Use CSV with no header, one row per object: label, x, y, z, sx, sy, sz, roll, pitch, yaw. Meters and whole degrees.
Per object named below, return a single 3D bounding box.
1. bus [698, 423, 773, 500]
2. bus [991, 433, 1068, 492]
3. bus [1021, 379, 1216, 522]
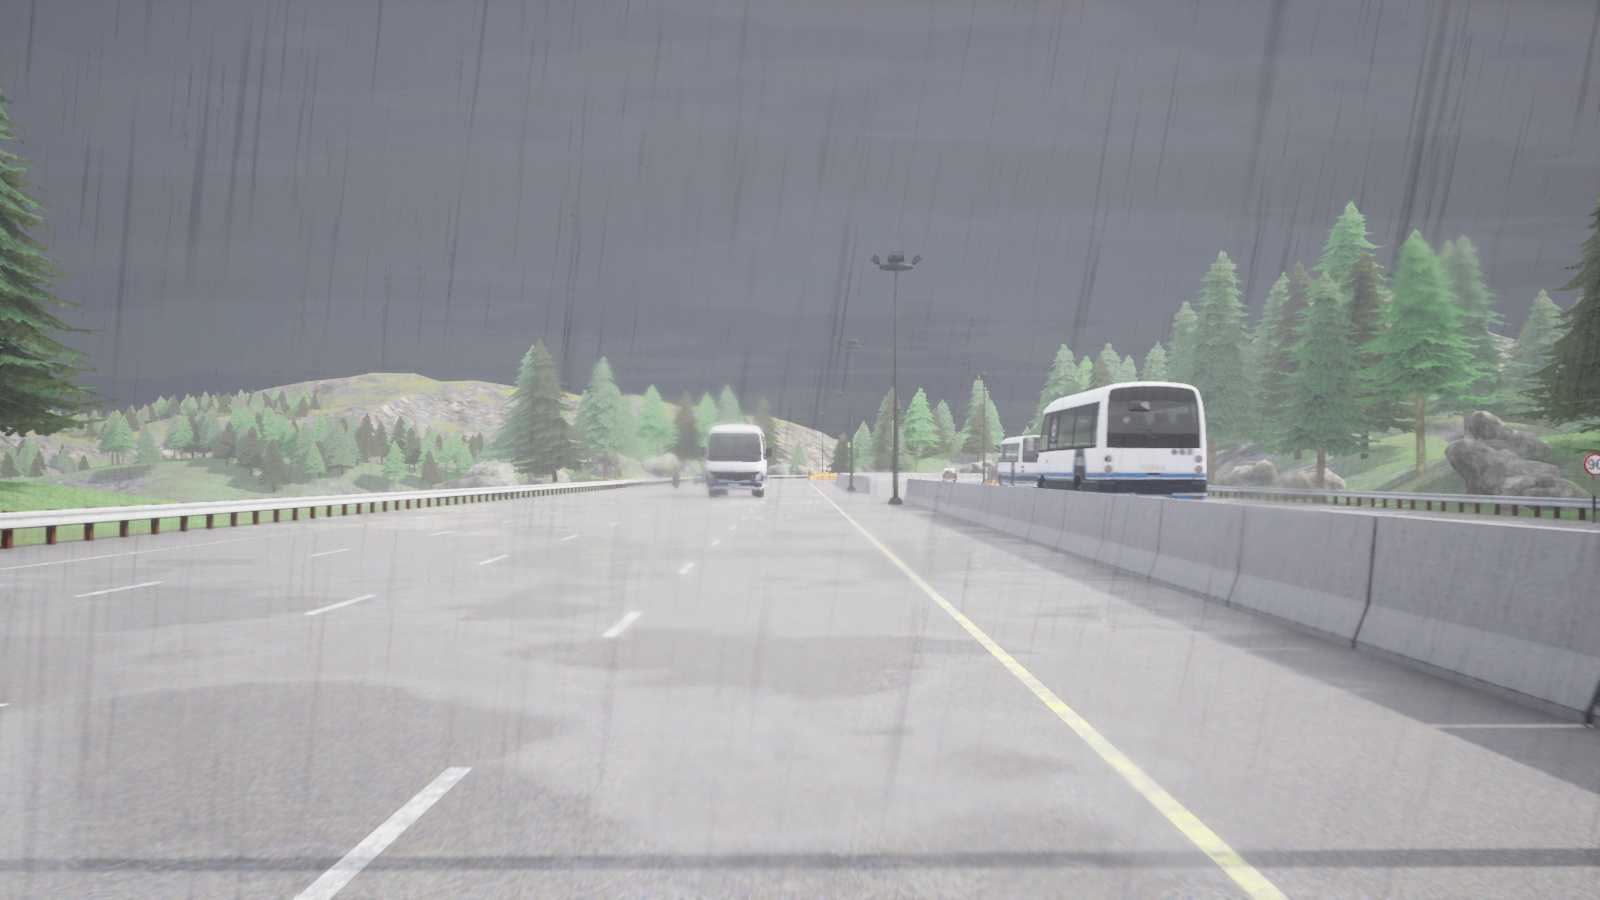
bus,-3.681,0.703,74.705,3.944,4.253,10.273,0,-1,0
bus,17.271,0.966,95.394,3.944,4.253,10.273,0,-1,0
bus,10.395,0.108,42.537,3.944,4.253,10.273,0,-1,0
